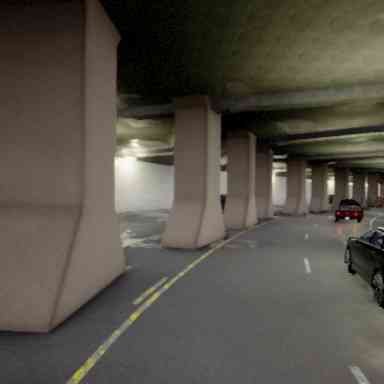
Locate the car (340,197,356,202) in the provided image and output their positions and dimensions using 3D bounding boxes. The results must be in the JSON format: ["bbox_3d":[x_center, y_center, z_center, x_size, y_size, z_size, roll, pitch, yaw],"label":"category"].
[{"bbox_3d":[22.914,1.788,48.442,1.837,1.490,4.892,1,0,43],"label":"car"}]

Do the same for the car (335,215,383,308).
[{"bbox_3d":[4.934,1.553,7.758,2.128,1.511,4.902,1,0,14],"label":"car"}]

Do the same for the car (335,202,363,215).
[{"bbox_3d":[13.251,1.764,27.930,1.895,1.301,4.718,1,0,30],"label":"car"}]

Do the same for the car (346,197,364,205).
[{"bbox_3d":[33.658,1.748,68.570,2.128,1.511,4.902,1,0,43],"label":"car"}]

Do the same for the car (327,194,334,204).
[{"bbox_3d":[28.627,1.531,68.281,2.150,2.045,5.566,1,0,43],"label":"car"}]

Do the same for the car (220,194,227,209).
[{"bbox_3d":[2.624,1.241,37.677,2.150,2.045,5.566,1,0,33],"label":"car"}]

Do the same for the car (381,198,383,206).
[{"bbox_3d":[36.848,1.704,61.934,2.097,1.767,4.553,1,0,43],"label":"car"}]
